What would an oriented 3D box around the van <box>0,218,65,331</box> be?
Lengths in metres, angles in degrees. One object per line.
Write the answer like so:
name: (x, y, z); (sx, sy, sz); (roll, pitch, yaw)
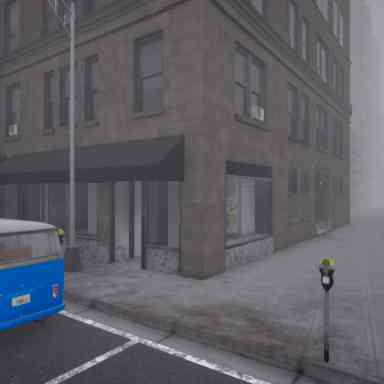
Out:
van: (-3.995, 1.340, 5.926); (3.998, 1.788, 1.690); (0, 0, 35)
